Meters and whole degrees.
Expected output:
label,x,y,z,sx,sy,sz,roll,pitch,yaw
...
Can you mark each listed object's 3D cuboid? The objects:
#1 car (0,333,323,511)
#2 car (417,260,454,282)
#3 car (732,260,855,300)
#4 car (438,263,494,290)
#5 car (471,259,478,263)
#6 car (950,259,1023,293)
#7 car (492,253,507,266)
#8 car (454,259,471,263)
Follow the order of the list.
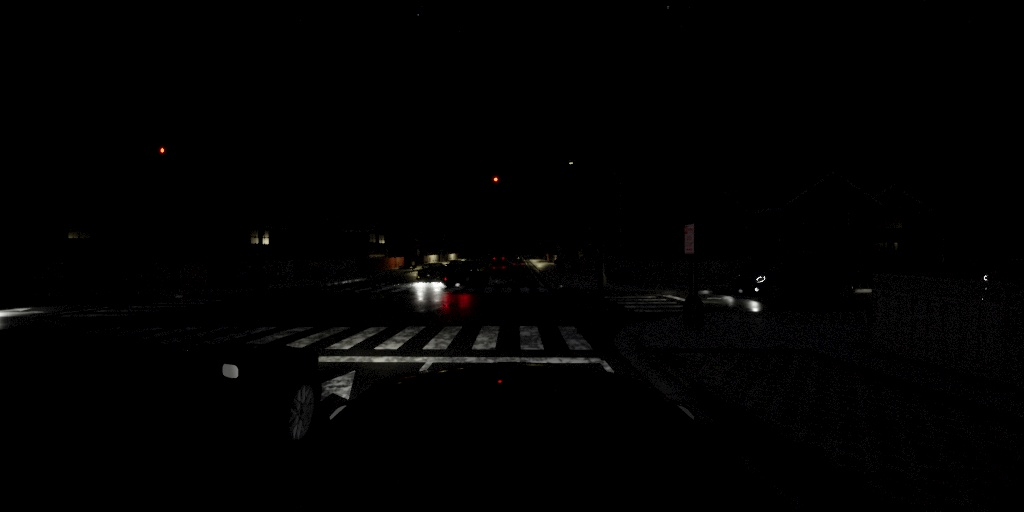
label,x,y,z,sx,sy,sz,roll,pitch,yaw
car,-3.153,1.227,2.180,1.882,1.535,5.008,0,0,1
car,-6.144,1.251,28.471,1.994,1.385,4.181,0,0,1
car,12.642,0.995,16.342,4.553,1.767,2.097,0,0,-1
car,-2.731,1.311,22.488,1.895,1.301,4.718,0,1,10
car,-5.780,1.062,49.407,2.033,1.411,5.357,0,1,2
car,22.716,0.914,16.446,4.553,1.767,2.097,0,0,0
car,-2.149,0.539,60.885,2.150,2.045,5.566,0,1,1
car,-5.975,1.167,38.764,1.812,1.442,4.674,0,0,1
